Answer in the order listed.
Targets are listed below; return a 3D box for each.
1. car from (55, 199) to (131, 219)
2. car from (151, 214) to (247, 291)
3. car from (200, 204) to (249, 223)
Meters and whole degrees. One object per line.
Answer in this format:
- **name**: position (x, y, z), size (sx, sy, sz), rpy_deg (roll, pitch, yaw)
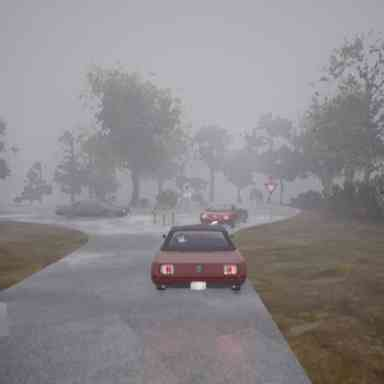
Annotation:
- **car**: position (-7.313, 1.240, 24.715), size (5.357, 1.411, 2.033), rpy_deg (0, 1, 6)
- **car**: position (0.152, 1.493, 8.625), size (1.895, 1.301, 4.718), rpy_deg (0, 1, 1)
- **car**: position (2.104, 1.350, 20.138), size (1.895, 1.301, 4.718), rpy_deg (0, 1, 21)
